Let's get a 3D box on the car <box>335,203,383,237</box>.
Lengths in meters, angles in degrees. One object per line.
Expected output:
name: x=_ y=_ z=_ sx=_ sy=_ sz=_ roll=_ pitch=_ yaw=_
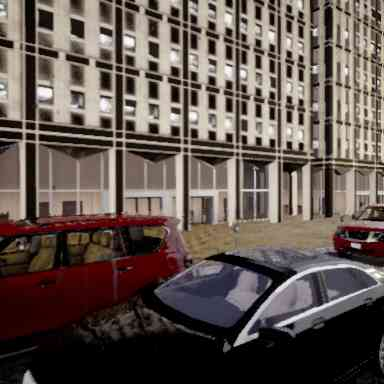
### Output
car: x=7.023 y=1.313 z=11.583 sx=5.009 sy=1.841 sz=2.192 roll=0 pitch=0 yaw=-36

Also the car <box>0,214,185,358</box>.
car: x=-2.242 y=1.315 z=4.966 sx=5.009 sy=1.841 sz=2.192 roll=0 pitch=0 yaw=-36

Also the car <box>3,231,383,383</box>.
car: x=0.739 y=1.491 z=3.908 sx=4.902 sy=1.511 sz=2.128 roll=0 pitch=0 yaw=-36
